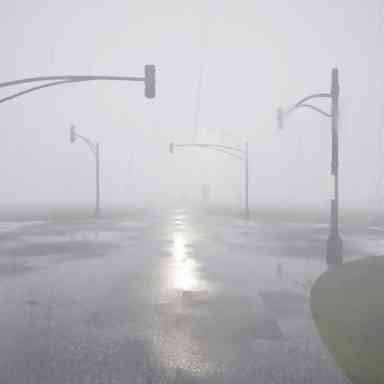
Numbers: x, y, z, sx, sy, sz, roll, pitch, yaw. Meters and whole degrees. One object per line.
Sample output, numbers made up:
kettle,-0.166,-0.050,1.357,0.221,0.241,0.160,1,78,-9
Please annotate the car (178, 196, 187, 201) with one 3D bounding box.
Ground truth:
car,-2.234,1.559,79.963,1.895,1.301,4.718,0,0,-4

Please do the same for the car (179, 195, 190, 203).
car,-1.630,1.384,69.889,2.097,1.767,4.553,0,0,-3

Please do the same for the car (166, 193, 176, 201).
car,-4.617,1.013,73.981,2.097,1.767,4.553,0,0,-3
